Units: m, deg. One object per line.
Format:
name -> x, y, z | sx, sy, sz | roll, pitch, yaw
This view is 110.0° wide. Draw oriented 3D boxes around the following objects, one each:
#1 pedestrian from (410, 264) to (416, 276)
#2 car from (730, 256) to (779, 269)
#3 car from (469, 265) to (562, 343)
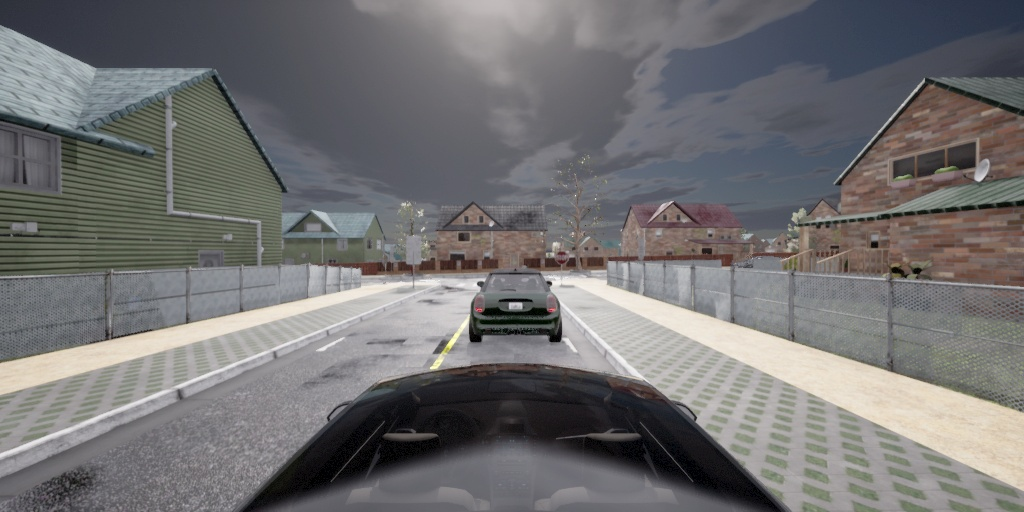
pedestrian -> -9.705, 1.028, 35.097 | 0.375, 1.860, 0.375 | 0, 2, 0
car -> 22.207, 0.701, 32.287 | 4.674, 1.442, 1.812 | -1, 1, 0
car -> 0.076, 1.102, 9.872 | 2.097, 1.767, 4.553 | 0, 0, 0
